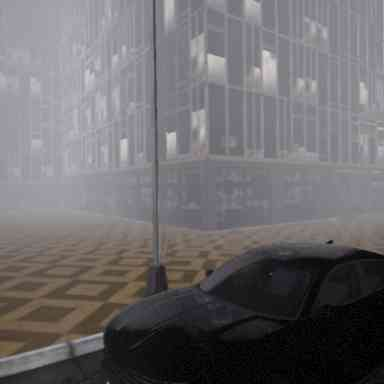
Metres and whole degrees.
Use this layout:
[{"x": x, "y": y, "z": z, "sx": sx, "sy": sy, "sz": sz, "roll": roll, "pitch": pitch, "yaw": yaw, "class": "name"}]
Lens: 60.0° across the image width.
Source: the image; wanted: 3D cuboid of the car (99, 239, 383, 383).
[{"x": 1.343, "y": 1.459, "z": 4.329, "sx": 5.008, "sy": 1.535, "sz": 1.882, "roll": 0, "pitch": 0, "yaw": -36, "class": "car"}]
